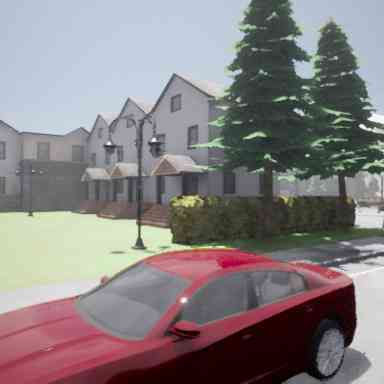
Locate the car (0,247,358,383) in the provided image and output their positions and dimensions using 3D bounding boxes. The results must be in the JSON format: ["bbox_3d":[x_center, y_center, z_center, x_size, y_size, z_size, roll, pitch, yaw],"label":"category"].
[{"bbox_3d":[-0.037,1.492,3.949,5.008,1.535,1.882,1,0,-35],"label":"car"}]

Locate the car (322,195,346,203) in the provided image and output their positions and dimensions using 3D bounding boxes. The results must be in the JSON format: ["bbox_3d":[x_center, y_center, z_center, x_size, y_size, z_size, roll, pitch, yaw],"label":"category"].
[{"bbox_3d":[31.911,1.570,74.629,1.932,1.855,4.605,0,0,-36],"label":"car"}]

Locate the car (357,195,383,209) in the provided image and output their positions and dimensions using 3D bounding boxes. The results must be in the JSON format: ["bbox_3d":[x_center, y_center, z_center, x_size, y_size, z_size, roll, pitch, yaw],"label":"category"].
[{"bbox_3d":[27.061,1.442,49.172,1.932,1.855,4.605,0,0,-36],"label":"car"}]
